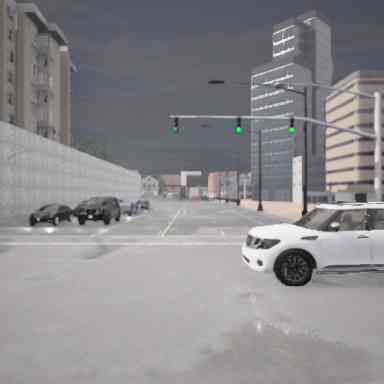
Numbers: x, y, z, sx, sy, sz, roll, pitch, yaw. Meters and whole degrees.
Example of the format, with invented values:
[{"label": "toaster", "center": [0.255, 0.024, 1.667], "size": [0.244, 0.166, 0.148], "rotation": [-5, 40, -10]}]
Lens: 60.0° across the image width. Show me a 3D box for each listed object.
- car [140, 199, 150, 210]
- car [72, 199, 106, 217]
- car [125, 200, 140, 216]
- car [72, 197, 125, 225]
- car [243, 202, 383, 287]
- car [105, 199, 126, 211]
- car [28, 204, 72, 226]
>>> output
[{"label": "car", "center": [-7.058, 1.815, 47.376], "size": [2.128, 1.511, 4.902], "rotation": [0, 0, 0]}, {"label": "car", "center": [-10.578, 1.588, 34.405], "size": [2.097, 1.767, 4.553], "rotation": [0, 0, 0]}, {"label": "car", "center": [-7.076, 1.770, 35.605], "size": [1.812, 1.442, 4.674], "rotation": [0, 0, 0]}, {"label": "car", "center": [-7.080, 1.400, 25.966], "size": [2.150, 2.045, 5.566], "rotation": [0, 0, 0]}, {"label": "car", "center": [4.222, 1.303, 9.051], "size": [5.566, 2.045, 2.150], "rotation": [0, 0, 0]}, {"label": "car", "center": [-10.561, 1.823, 46.466], "size": [1.837, 1.490, 4.892], "rotation": [0, 0, 0]}, {"label": "car", "center": [-10.584, 1.679, 25.336], "size": [1.837, 1.490, 4.892], "rotation": [0, 0, 0]}]
